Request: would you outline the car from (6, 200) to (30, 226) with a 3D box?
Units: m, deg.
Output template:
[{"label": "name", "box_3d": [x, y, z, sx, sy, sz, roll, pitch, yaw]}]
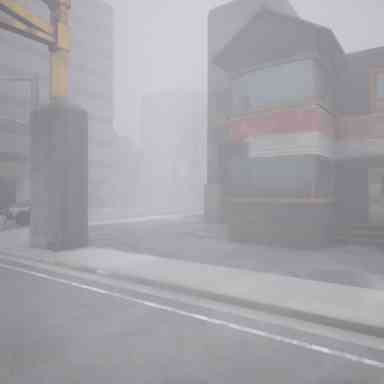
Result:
[{"label": "car", "box_3d": [-9.766, 1.398, 22.767, 2.038, 1.542, 4.974, 0, 0, 15]}]

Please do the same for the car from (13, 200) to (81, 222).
[{"label": "car", "box_3d": [-9.753, 1.240, 22.816, 1.853, 1.218, 4.536, 0, 0, 15]}]

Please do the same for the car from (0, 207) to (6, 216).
[{"label": "car", "box_3d": [-12.924, 1.234, 25.466, 4.536, 1.218, 1.853, 0, 0, -30]}]
